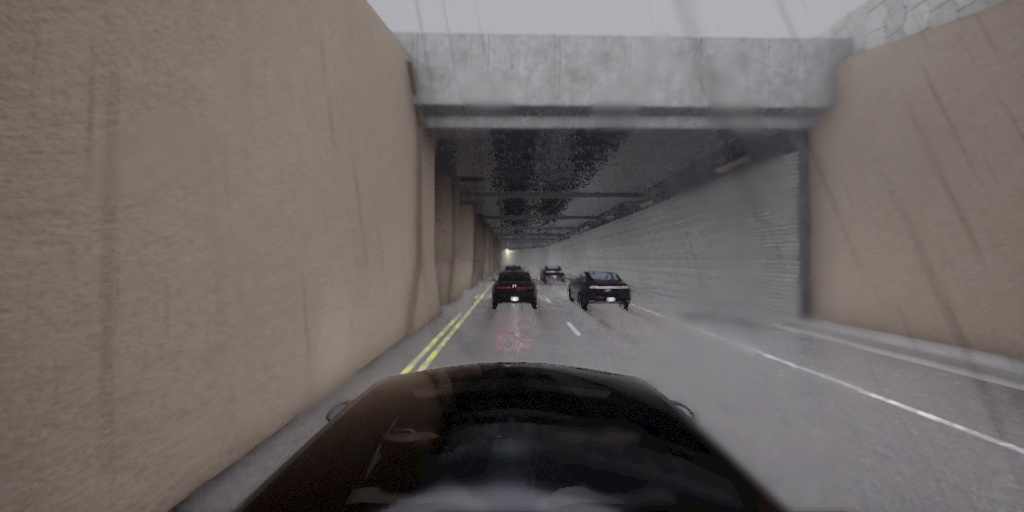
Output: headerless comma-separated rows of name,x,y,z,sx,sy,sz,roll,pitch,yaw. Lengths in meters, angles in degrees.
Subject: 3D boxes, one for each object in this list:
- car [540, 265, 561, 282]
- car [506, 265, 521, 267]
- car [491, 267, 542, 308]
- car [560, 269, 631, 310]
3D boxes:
car,3.612,1.565,32.623,2.128,1.511,4.902,0,-1,0
car,0.112,1.579,32.691,1.837,1.490,4.892,0,-1,0
car,0.106,1.404,16.008,1.837,1.490,4.892,0,-1,0
car,3.606,1.385,15.455,2.128,1.511,4.902,0,-1,0
